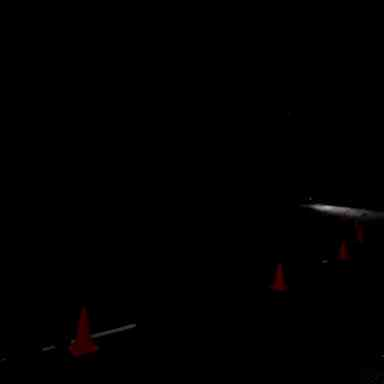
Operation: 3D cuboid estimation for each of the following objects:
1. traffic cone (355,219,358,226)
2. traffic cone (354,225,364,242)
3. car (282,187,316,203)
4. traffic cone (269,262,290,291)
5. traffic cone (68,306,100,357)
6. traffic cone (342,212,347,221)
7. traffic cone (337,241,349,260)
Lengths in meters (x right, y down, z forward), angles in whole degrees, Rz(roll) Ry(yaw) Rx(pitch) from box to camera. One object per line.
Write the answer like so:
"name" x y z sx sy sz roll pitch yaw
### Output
"traffic cone" 9.482 1.873 19.131 0.340 0.580 0.340 0 1 21
"traffic cone" 7.555 1.924 14.955 0.340 0.580 0.340 0 0 29
"car" 11.967 0.239 37.443 2.128 1.511 4.902 -1 6 -12
"traffic cone" 2.007 1.906 7.621 0.340 0.580 0.340 0 0 -45
"traffic cone" -1.497 1.887 4.626 0.340 0.580 0.340 0 1 -36
"traffic cone" 10.790 1.725 23.539 0.340 0.580 0.340 0 2 12
"traffic cone" 5.045 1.918 11.089 0.340 0.580 0.340 0 0 37
